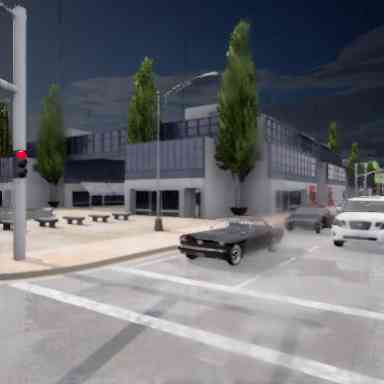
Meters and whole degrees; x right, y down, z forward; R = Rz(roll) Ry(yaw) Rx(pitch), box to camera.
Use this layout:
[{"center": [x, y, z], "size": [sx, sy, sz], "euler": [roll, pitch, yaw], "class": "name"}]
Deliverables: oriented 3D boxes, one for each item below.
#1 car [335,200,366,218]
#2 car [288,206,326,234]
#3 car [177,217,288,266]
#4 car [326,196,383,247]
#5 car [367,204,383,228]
[{"center": [14.699, 1.529, 30.644], "size": [1.812, 1.442, 4.674], "euler": [0, 0, 35], "class": "car"}, {"center": [7.098, 1.548, 19.752], "size": [2.033, 1.411, 5.357], "euler": [0, 0, 34], "class": "car"}, {"center": [1.543, 1.598, 11.859], "size": [1.895, 1.301, 4.718], "euler": [0, 0, 37], "class": "car"}, {"center": [7.790, 1.224, 14.617], "size": [2.150, 2.045, 5.566], "euler": [0, 0, 35], "class": "car"}, {"center": [13.171, 1.569, 22.337], "size": [1.994, 1.385, 4.181], "euler": [0, 0, 35], "class": "car"}]
